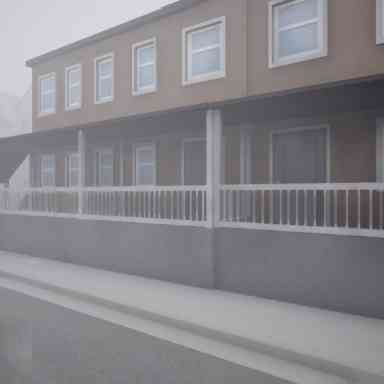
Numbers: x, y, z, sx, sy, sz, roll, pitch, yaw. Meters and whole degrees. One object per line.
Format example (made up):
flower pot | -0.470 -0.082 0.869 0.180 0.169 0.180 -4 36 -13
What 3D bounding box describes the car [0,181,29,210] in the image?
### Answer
car | -13.896 0.034 29.144 2.150 2.045 5.566 0 20 34
